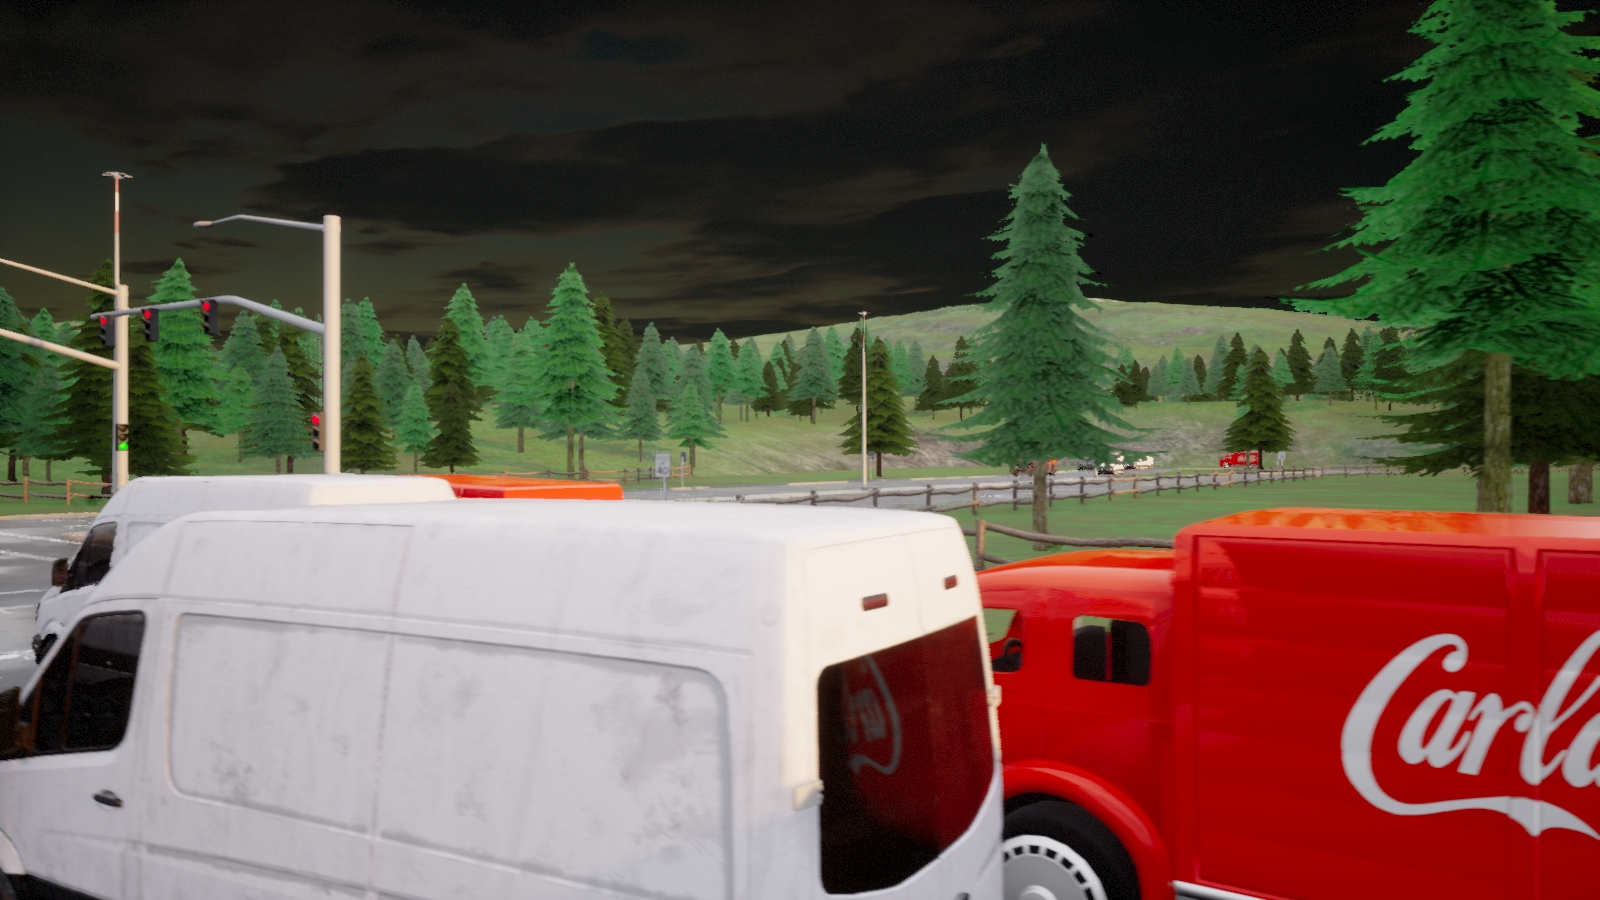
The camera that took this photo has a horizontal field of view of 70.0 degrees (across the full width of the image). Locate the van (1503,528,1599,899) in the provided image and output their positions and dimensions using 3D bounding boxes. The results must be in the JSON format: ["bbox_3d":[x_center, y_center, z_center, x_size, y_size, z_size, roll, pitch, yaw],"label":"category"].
[{"bbox_3d":[4.488,1.533,1.504,5.915,2.561,1.988,0,0,26],"label":"van"}]

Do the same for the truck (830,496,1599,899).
[{"bbox_3d":[3.052,1.567,5.919,5.204,2.467,2.627,0,0,35],"label":"truck"}]

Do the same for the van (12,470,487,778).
[{"bbox_3d":[-6.140,1.543,12.361,5.915,2.561,1.988,0,0,35],"label":"van"}]

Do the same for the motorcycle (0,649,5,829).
[{"bbox_3d":[-6.896,2.150,8.651,1.805,1.316,0.856,0,0,35],"label":"motorcycle"}]

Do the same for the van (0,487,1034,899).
[{"bbox_3d":[-2.015,1.538,5.721,5.915,2.561,1.988,0,0,30],"label":"van"}]
